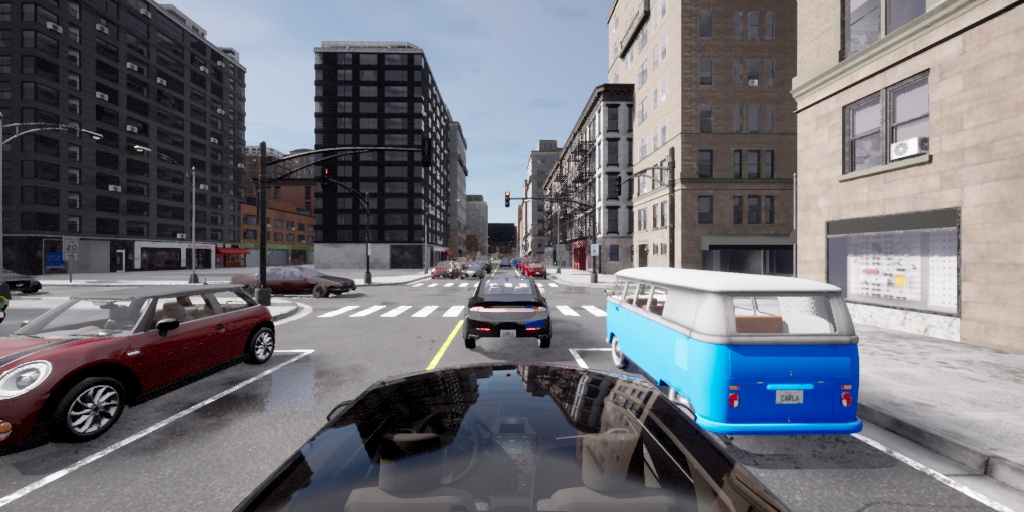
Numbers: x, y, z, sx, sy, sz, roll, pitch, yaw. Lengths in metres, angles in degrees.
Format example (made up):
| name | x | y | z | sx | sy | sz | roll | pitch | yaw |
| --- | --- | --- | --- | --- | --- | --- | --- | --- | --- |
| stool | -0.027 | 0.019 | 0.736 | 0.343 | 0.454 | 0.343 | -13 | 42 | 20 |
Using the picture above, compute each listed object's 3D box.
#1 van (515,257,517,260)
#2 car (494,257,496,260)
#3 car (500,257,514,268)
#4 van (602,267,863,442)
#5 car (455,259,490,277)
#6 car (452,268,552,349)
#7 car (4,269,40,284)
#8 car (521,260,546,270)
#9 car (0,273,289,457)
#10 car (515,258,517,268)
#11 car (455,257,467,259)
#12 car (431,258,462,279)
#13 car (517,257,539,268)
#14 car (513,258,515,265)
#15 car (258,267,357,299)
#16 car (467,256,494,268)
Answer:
| name | x | y | z | sx | sy | sz | roll | pitch | yaw |
| --- | --- | --- | --- | --- | --- | --- | --- | --- | --- |
| van | 1.674 | 1.086 | 53.743 | 1.690 | 1.789 | 3.998 | 0 | 0 | -1 |
| car | -3.776 | 1.293 | 52.170 | 2.033 | 1.411 | 5.357 | 0 | 0 | -1 |
| car | -1.124 | 1.306 | 62.268 | 1.994 | 1.385 | 4.181 | 0 | 0 | -1 |
| van | 2.585 | 1.091 | 5.233 | 1.690 | 1.789 | 3.998 | 0 | 0 | -1 |
| car | -3.392 | 1.240 | 31.606 | 2.128 | 1.511 | 4.902 | 0 | 0 | -1 |
| car | -0.125 | 1.241 | 9.167 | 2.128 | 1.511 | 4.902 | 0 | 0 | -1 |
| car | -25.217 | 1.183 | 16.963 | 4.181 | 1.385 | 1.994 | 0 | 0 | 1 |
| car | 2.081 | 1.294 | 32.108 | 1.888 | 1.381 | 4.507 | 0 | 0 | -1 |
| car | -5.439 | 1.190 | 5.082 | 1.967 | 1.591 | 4.097 | 0 | 0 | -1 |
| car | 1.776 | 1.292 | 48.334 | 1.888 | 1.381 | 4.507 | 0 | 0 | -1 |
| car | -6.146 | 1.063 | 42.774 | 2.192 | 1.841 | 5.009 | 0 | 0 | -1 |
| car | -5.943 | 1.188 | 31.957 | 1.967 | 1.591 | 4.097 | 0 | 0 | -1 |
| car | 1.979 | 1.063 | 37.516 | 2.192 | 1.841 | 5.009 | 0 | 0 | -1 |
| car | 1.573 | 1.309 | 59.151 | 1.948 | 1.339 | 4.313 | 0 | 0 | -1 |
| car | -10.439 | 1.251 | 17.233 | 5.357 | 1.411 | 2.033 | 0 | 0 | -1 |
| car | -3.581 | 0.970 | 41.768 | 2.150 | 2.045 | 5.566 | 0 | 0 | 0 |
